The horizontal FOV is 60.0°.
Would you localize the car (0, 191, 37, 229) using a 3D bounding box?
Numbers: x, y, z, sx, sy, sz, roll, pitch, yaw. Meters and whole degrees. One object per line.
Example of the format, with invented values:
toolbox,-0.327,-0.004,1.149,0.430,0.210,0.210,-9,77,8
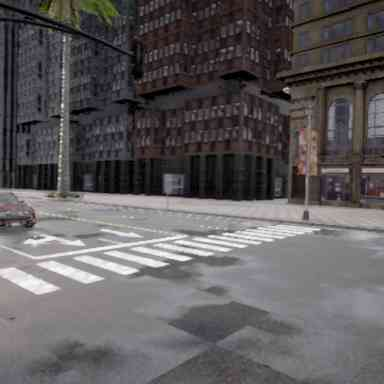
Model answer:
car,-9.319,0.759,15.933,4.553,1.767,2.097,2,1,41
